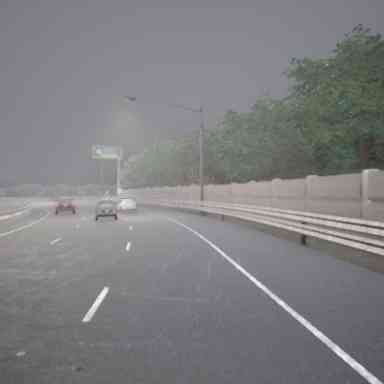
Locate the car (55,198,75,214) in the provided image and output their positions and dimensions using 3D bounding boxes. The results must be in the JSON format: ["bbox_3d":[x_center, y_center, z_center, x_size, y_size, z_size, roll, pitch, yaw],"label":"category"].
[{"bbox_3d":[-14.755,1.529,38.632,2.097,1.767,4.553,-1,0,-22],"label":"car"}]

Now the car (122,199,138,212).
[{"bbox_3d":[-8.008,1.626,40.677,1.812,1.442,4.674,0,0,-22],"label":"car"}]

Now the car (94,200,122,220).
[{"bbox_3d":[-7.662,1.641,29.436,2.033,1.411,5.357,-1,0,-17],"label":"car"}]
